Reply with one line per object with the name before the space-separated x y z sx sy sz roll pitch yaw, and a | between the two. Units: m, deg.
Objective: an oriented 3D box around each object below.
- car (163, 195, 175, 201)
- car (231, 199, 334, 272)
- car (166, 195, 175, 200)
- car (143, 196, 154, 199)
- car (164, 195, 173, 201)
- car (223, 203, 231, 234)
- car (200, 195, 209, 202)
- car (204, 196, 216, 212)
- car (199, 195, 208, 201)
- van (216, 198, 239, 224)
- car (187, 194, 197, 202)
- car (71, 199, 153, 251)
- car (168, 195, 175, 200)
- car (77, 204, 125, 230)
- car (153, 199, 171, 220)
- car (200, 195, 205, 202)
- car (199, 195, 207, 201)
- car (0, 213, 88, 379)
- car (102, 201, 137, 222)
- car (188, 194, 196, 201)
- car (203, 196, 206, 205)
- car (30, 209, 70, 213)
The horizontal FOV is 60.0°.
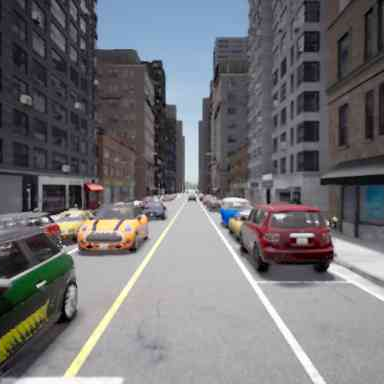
car | -5.734 1.378 76.754 1.967 1.590 4.097 -1 0 0
car | 2.755 1.300 10.689 2.192 1.841 5.009 -1 0 0
car | -5.727 1.489 87.765 2.008 1.369 4.403 -1 0 0
car | -5.751 1.390 43.724 1.967 1.590 4.097 -1 0 0
car | -5.730 1.504 82.260 1.947 1.339 4.313 -1 0 0
car | 2.761 1.502 16.364 1.752 1.417 4.829 -1 0 0
car | 2.792 1.504 76.750 1.947 1.339 4.313 -1 0 0
car | 2.772 1.504 38.214 2.008 1.369 4.403 -1 0 0
car | 2.795 1.483 82.255 1.887 1.381 4.507 -1 0 0
van | 2.761 1.311 21.698 1.690 1.788 3.998 -1 0 0
car | 0.038 1.458 72.824 1.812 1.442 4.674 0 0 0
car | -3.091 1.332 13.895 2.097 1.767 4.553 0 0 0
car | -5.724 1.483 93.270 1.887 1.381 4.507 -1 0 0
car | -5.761 1.535 21.702 1.947 1.339 4.313 -1 0 0
car | -3.073 1.526 27.378 1.994 1.385 4.181 0 0 0
car | 2.779 1.384 54.730 1.967 1.590 4.097 -1 0 0
car | 2.798 1.483 87.760 1.887 1.381 4.507 -1 0 0
car | -3.096 1.348 4.102 2.097 1.767 4.553 0 0 0
car | -5.759 1.489 27.038 1.752 1.417 4.829 -1 0 0
car | 0.044 1.336 83.099 1.837 1.490 4.892 0 0 0
car | 2.775 1.495 43.719 1.887 1.381 4.507 -1 0 0
car | -5.768 1.425 10.693 1.967 1.590 4.097 -1 0 0
